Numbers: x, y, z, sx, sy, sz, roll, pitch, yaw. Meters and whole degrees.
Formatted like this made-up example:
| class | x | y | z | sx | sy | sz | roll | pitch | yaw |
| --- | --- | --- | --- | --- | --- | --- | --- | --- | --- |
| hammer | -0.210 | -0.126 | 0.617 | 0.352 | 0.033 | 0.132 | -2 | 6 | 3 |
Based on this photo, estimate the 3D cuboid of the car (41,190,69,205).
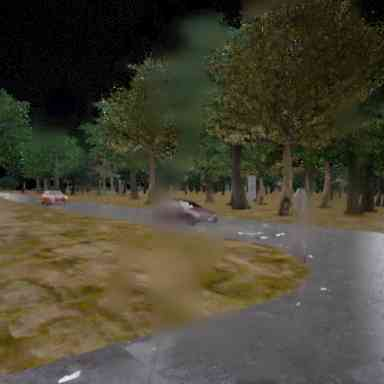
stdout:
| class | x | y | z | sx | sy | sz | roll | pitch | yaw |
| --- | --- | --- | --- | --- | --- | --- | --- | --- | --- |
| car | -16.177 | 0.577 | 39.115 | 2.097 | 1.767 | 4.553 | -1 | 1 | -38 |

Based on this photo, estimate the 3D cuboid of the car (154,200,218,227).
| class | x | y | z | sx | sy | sz | roll | pitch | yaw |
| --- | --- | --- | --- | --- | --- | --- | --- | --- | --- |
| car | -0.512 | 1.206 | 20.233 | 1.812 | 1.442 | 4.674 | -1 | 2 | -41 |
